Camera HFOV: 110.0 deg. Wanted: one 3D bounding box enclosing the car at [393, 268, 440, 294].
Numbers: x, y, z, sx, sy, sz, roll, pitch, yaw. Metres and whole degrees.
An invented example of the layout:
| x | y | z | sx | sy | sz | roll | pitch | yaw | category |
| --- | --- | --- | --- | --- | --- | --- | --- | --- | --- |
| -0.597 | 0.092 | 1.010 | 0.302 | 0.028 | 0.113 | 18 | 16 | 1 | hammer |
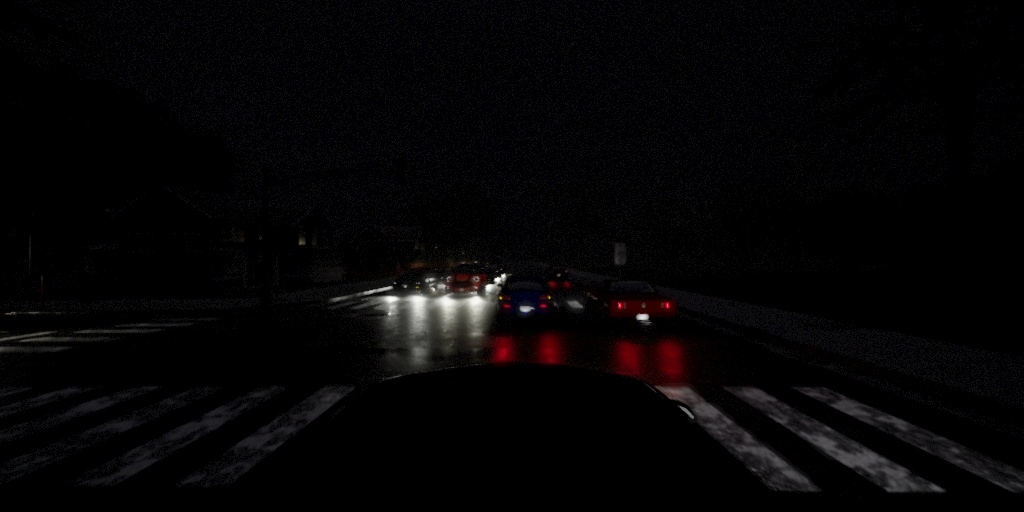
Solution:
| x | y | z | sx | sy | sz | roll | pitch | yaw | category |
| --- | --- | --- | --- | --- | --- | --- | --- | --- | --- |
| -5.973 | 1.504 | 22.750 | 1.837 | 1.490 | 4.892 | 0 | -1 | 2 | car |

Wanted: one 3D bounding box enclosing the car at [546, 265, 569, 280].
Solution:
| x | y | z | sx | sy | sz | roll | pitch | yaw | category |
| --- | --- | --- | --- | --- | --- | --- | --- | --- | --- |
| 4.313 | 1.553 | 34.707 | 1.812 | 1.442 | 4.674 | 0 | -1 | 2 | car |

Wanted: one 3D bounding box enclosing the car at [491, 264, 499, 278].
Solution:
| x | y | z | sx | sy | sz | roll | pitch | yaw | category |
| --- | --- | --- | --- | --- | --- | --- | --- | --- | --- |
| -2.496 | 1.609 | 30.767 | 1.994 | 1.385 | 4.181 | 0 | -1 | 2 | car |

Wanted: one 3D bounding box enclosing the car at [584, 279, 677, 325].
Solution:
| x | y | z | sx | sy | sz | roll | pitch | yaw | category |
| --- | --- | --- | --- | --- | --- | --- | --- | --- | --- |
| 3.686 | 1.424 | 12.164 | 1.895 | 1.301 | 4.718 | 0 | -1 | 2 | car |

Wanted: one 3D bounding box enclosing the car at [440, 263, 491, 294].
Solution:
| x | y | z | sx | sy | sz | roll | pitch | yaw | category |
| --- | --- | --- | --- | --- | --- | --- | --- | --- | --- |
| -2.742 | 1.320 | 22.129 | 2.097 | 1.767 | 4.553 | 0 | -1 | 2 | car |

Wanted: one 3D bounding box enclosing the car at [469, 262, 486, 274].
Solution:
| x | y | z | sx | sy | sz | roll | pitch | yaw | category |
| --- | --- | --- | --- | --- | --- | --- | --- | --- | --- |
| -5.061 | 1.753 | 53.664 | 1.882 | 1.535 | 5.008 | 0 | 0 | 2 | car |

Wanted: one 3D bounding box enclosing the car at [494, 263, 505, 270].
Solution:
| x | y | z | sx | sy | sz | roll | pitch | yaw | category |
| --- | --- | --- | --- | --- | --- | --- | --- | --- | --- |
| -2.193 | 1.660 | 40.765 | 1.812 | 1.442 | 4.674 | 0 | -1 | 2 | car |

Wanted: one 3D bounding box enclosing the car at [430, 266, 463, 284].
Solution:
| x | y | z | sx | sy | sz | roll | pitch | yaw | category |
| --- | --- | --- | --- | --- | --- | --- | --- | --- | --- |
| -5.719 | 1.643 | 31.656 | 1.994 | 1.385 | 4.181 | 0 | -1 | 2 | car |

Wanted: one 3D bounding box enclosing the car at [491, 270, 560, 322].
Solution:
| x | y | z | sx | sy | sz | roll | pitch | yaw | category |
| --- | --- | --- | --- | --- | --- | --- | --- | --- | --- |
| 0.448 | 1.379 | 12.623 | 1.812 | 1.442 | 4.674 | 0 | -1 | 2 | car |
